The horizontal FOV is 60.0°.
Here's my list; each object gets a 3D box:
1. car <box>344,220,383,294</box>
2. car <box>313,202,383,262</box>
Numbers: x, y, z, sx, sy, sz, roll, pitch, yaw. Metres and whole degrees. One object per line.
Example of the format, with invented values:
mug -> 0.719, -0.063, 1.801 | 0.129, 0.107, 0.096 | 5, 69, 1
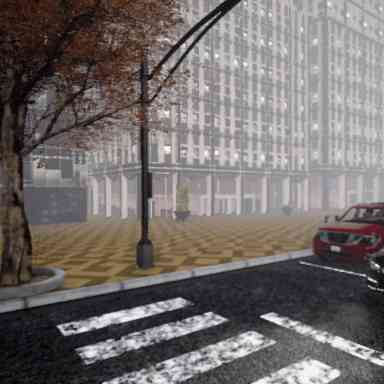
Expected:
car -> 5.864, 1.472, 7.555 | 4.902, 1.511, 2.128 | 0, 0, -35
car -> 6.140, 1.291, 10.937 | 5.009, 1.841, 2.192 | 0, 0, -35
